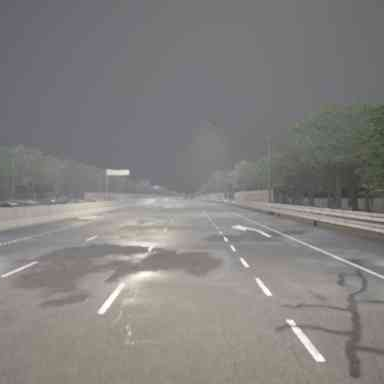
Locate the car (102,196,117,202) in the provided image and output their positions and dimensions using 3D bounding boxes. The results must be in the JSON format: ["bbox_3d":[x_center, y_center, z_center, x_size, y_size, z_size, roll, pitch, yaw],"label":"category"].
[{"bbox_3d":[-17.565,1.970,71.283,2.150,2.045,5.566,0,-1,0],"label":"car"}]

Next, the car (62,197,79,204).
[{"bbox_3d":[-24.562,2.315,68.665,1.994,1.385,4.181,0,-1,0],"label":"car"}]

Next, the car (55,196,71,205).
[{"bbox_3d":[-28.066,1.926,73.073,2.150,2.045,5.566,0,-1,0],"label":"car"}]

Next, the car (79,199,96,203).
[{"bbox_3d":[-21.062,2.262,68.670,1.837,1.490,4.892,0,-1,0],"label":"car"}]

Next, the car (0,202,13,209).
[{"bbox_3d":[-17.615,1.669,29.225,2.097,1.767,4.553,0,-1,0],"label":"car"}]
